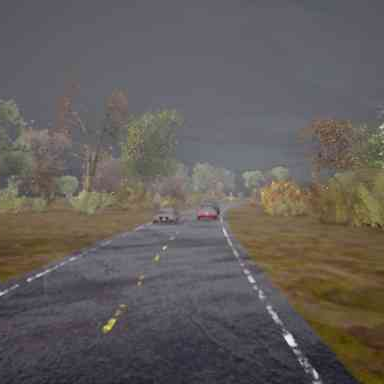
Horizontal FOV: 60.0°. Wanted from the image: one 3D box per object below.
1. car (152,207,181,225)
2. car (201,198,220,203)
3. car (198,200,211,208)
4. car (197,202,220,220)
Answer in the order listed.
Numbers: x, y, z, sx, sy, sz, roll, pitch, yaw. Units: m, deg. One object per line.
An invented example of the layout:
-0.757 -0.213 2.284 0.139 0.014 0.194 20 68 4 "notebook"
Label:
-2.067 1.966 27.868 1.994 1.385 4.181 0 -1 4 "car"
2.538 1.869 44.020 2.150 2.045 5.566 0 -1 6 "car"
2.610 2.504 67.883 2.128 1.511 4.902 0 -1 9 "car"
1.592 2.060 33.921 1.994 1.385 4.181 0 -1 5 "car"
